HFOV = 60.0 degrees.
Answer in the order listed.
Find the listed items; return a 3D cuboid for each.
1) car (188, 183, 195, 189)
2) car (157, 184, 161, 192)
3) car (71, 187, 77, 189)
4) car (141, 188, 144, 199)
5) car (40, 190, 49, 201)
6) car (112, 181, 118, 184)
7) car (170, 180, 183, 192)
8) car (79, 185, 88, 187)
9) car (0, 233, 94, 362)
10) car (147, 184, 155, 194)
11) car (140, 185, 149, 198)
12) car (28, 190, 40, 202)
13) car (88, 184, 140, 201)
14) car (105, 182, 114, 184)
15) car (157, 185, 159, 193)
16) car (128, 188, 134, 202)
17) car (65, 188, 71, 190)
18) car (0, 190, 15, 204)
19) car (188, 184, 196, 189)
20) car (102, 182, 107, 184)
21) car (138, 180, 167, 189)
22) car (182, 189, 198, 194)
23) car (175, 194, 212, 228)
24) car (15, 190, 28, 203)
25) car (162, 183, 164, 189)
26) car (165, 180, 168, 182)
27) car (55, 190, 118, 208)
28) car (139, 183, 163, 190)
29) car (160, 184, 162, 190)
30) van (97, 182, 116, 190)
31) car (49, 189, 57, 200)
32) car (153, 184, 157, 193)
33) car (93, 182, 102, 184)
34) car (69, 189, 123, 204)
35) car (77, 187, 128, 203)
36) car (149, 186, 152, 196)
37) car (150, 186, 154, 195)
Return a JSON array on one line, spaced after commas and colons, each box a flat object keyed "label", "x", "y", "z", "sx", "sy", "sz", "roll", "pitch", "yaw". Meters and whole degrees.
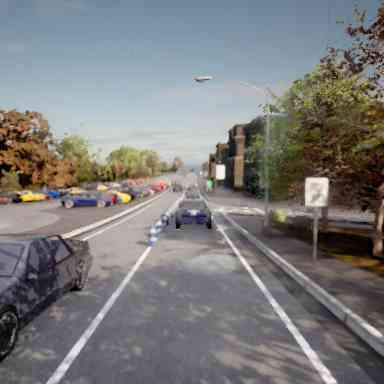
[{"label": "car", "x": -0.012, "y": -1.694, "z": 93.228, "sx": 1.895, "sy": 1.301, "sz": 4.718, "roll": 0, "pitch": 3, "yaw": 0}, {"label": "car", "x": -9.743, "y": -0.370, "z": 70.981, "sx": 5.008, "sy": 1.535, "sz": 2.097, "roll": 0, "pitch": 3, "yaw": 0}, {"label": "car", "x": -22.943, "y": 0.221, "z": 57.122, "sx": 4.892, "sy": 1.521, "sz": 2.231, "roll": 0, "pitch": 2, "yaw": 0}, {"label": "car", "x": -9.911, "y": 0.512, "z": 48.696, "sx": 4.792, "sy": 1.488, "sz": 2.163, "roll": 0, "pitch": 2, "yaw": 0}, {"label": "car", "x": -23.229, "y": 0.535, "z": 45.973, "sx": 5.366, "sy": 1.575, "sz": 1.946, "roll": 0, "pitch": 1, "yaw": 0}, {"label": "car", "x": -22.682, "y": -1.413, "z": 84.945, "sx": 5.566, "sy": 2.045, "sz": 2.435, "roll": 0, "pitch": 3, "yaw": 0}, {"label": "car", "x": -3.289, "y": -1.001, "z": 76.981, "sx": 2.150, "sy": 2.045, "sz": 5.566, "roll": 0, "pitch": 3, "yaw": 0}, {"label": "car", "x": -22.693, "y": -0.109, "z": 65.348, "sx": 5.366, "sy": 1.575, "sz": 1.946, "roll": 0, "pitch": 2, "yaw": 0}, {"label": "car", "x": -3.351, "y": 1.506, "z": 6.054, "sx": 2.033, "sy": 1.411, "sz": 5.357, "roll": 0, "pitch": 0, "yaw": 0}, {"label": "car", "x": -9.852, "y": -0.111, "z": 62.628, "sx": 4.553, "sy": 1.767, "sz": 2.185, "roll": 0, "pitch": 2, "yaw": 0}, {"label": "car", "x": -9.861, "y": 0.195, "z": 54.271, "sx": 4.553, "sy": 1.767, "sz": 2.185, "roll": 0, "pitch": 2, "yaw": 0}, {"label": "car", "x": -23.253, "y": 0.588, "z": 43.179, "sx": 5.366, "sy": 1.575, "sz": 1.946, "roll": 0, "pitch": 1, "yaw": 0}, {"label": "car", "x": -10.016, "y": 0.347, "z": 43.125, "sx": 5.566, "sy": 2.045, "sz": 2.435, "roll": 0, "pitch": 1, "yaw": 0}, {"label": "car", "x": -22.919, "y": -1.001, "z": 82.181, "sx": 5.366, "sy": 1.575, "sz": 1.946, "roll": 0, "pitch": 3, "yaw": 0}, {"label": "car", "x": -9.776, "y": -0.193, "z": 68.197, "sx": 4.674, "sy": 1.452, "sz": 2.002, "roll": 0, "pitch": 3, "yaw": 0}, {"label": "car", "x": -10.007, "y": 0.642, "z": 40.335, "sx": 5.008, "sy": 1.535, "sz": 2.097, "roll": 0, "pitch": 1, "yaw": 0}, {"label": "car", "x": -22.968, "y": 0.318, "z": 54.206, "sx": 5.008, "sy": 1.535, "sz": 2.097, "roll": 0, "pitch": 2, "yaw": 0}, {"label": "car", "x": -23.119, "y": 0.710, "z": 37.474, "sx": 4.674, "sy": 1.452, "sz": 2.002, "roll": 0, "pitch": 1, "yaw": 0}, {"label": "car", "x": -0.032, "y": -1.038, "z": 82.800, "sx": 2.128, "sy": 1.511, "sz": 4.902, "roll": 0, "pitch": 3, "yaw": 0}, {"label": "car", "x": -22.814, "y": -0.791, "z": 76.489, "sx": 4.553, "sy": 1.767, "sz": 2.185, "roll": 0, "pitch": 3, "yaw": 0}, {"label": "car", "x": -9.683, "y": -1.243, "z": 82.093, "sx": 5.566, "sy": 2.045, "sz": 2.435, "roll": 0, "pitch": 3, "yaw": 0}, {"label": "car", "x": 0.072, "y": 0.791, "z": 39.802, "sx": 1.837, "sy": 1.490, "sz": 4.892, "roll": 0, "pitch": 2, "yaw": 0}, {"label": "car", "x": 0.089, "y": 1.198, "z": 20.914, "sx": 2.097, "sy": 1.767, "sz": 4.553, "roll": 0, "pitch": 1, "yaw": 0}, {"label": "car", "x": -23.120, "y": 0.664, "z": 40.386, "sx": 4.792, "sy": 1.488, "sz": 2.163, "roll": 0, "pitch": 1, "yaw": 1}, {"label": "car", "x": -9.675, "y": -0.787, "z": 79.332, "sx": 4.674, "sy": 1.452, "sz": 2.002, "roll": 0, "pitch": 3, "yaw": 0}, {"label": "car", "x": -9.552, "y": -1.604, "z": 90.310, "sx": 4.553, "sy": 1.767, "sz": 2.185, "roll": 0, "pitch": 3, "yaw": 0}, {"label": "car", "x": -10.054, "y": 0.759, "z": 31.987, "sx": 4.792, "sy": 1.488, "sz": 2.163, "roll": 0, "pitch": 1, "yaw": 0}, {"label": "car", "x": -9.673, "y": -0.637, "z": 76.550, "sx": 4.792, "sy": 1.488, "sz": 2.163, "roll": 0, "pitch": 3, "yaw": 0}, {"label": "car", "x": -9.721, "y": -0.514, "z": 73.766, "sx": 5.008, "sy": 1.535, "sz": 2.097, "roll": 0, "pitch": 3, "yaw": 0}, {"label": "van", "x": -22.570, "y": -1.553, "z": 87.726, "sx": 4.442, "sy": 1.987, "sz": 1.878, "roll": 0, "pitch": 3, "yaw": 0}, {"label": "car", "x": -22.992, "y": 0.507, "z": 48.628, "sx": 4.792, "sy": 1.488, "sz": 2.163, "roll": 0, "pitch": 1, "yaw": 0}, {"label": "car", "x": -9.829, "y": -0.231, "z": 65.405, "sx": 4.553, "sy": 1.767, "sz": 2.185, "roll": 0, "pitch": 3, "yaw": 0}, {"label": "car", "x": -22.859, "y": -0.620, "z": 70.910, "sx": 5.566, "sy": 2.045, "sz": 2.435, "roll": 0, "pitch": 3, "yaw": 0}, {"label": "car", "x": -10.089, "y": 0.732, "z": 34.771, "sx": 4.792, "sy": 1.488, "sz": 2.163, "roll": 0, "pitch": 1, "yaw": 0}, {"label": "car", "x": -10.067, "y": 0.550, "z": 37.555, "sx": 4.553, "sy": 1.767, "sz": 2.185, "roll": 0, "pitch": 1, "yaw": 0}, {"label": "car", "x": -9.840, "y": 0.256, "z": 57.062, "sx": 4.792, "sy": 1.488, "sz": 2.163, "roll": 0, "pitch": 2, "yaw": 0}, {"label": "car", "x": -9.874, "y": 0.154, "z": 59.849, "sx": 4.792, "sy": 1.488, "sz": 2.163, "roll": 0, "pitch": 2, "yaw": 0}]
